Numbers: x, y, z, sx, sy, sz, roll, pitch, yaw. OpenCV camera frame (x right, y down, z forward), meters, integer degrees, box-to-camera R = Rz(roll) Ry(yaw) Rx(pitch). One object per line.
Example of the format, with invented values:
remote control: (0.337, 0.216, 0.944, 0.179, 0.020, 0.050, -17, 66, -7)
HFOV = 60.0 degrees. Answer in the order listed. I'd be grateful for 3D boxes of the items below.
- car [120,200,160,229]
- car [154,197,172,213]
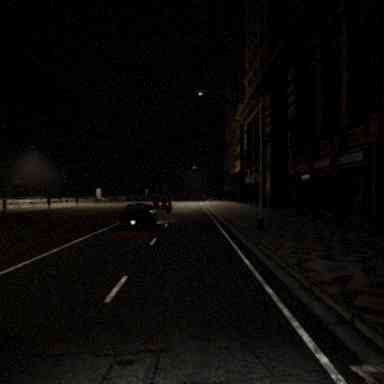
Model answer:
car: (-3.385, 1.490, 21.508, 1.837, 1.490, 4.892, 0, 0, 0)
car: (-3.374, 1.367, 37.550, 2.097, 1.767, 4.553, 0, 0, 0)
